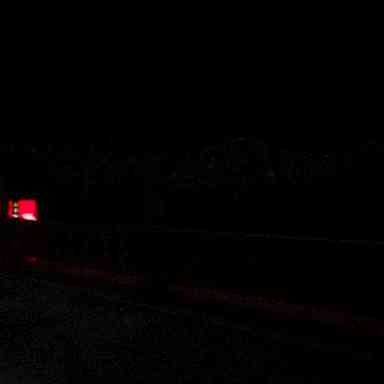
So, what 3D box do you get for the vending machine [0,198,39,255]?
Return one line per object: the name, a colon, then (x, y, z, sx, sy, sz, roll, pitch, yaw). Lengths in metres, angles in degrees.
vending machine: (-6.775, 1.288, 13.034, 0.880, 2.100, 1.100, -1, 0, 28)
